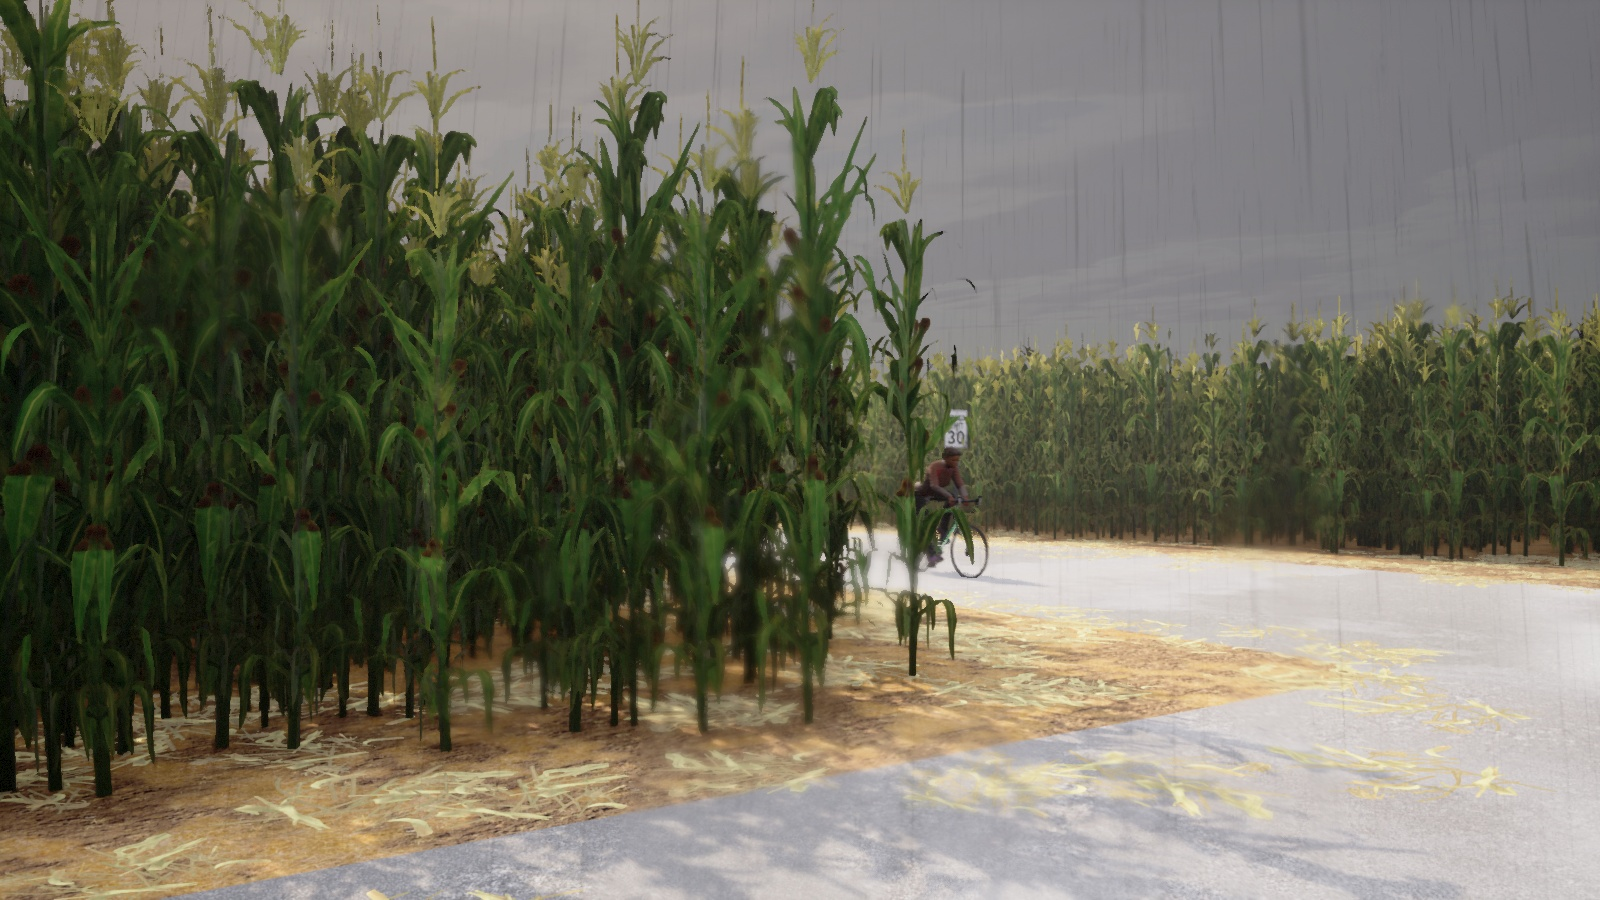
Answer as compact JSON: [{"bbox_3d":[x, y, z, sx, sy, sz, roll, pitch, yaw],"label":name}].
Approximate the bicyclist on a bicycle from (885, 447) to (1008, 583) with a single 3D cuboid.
[{"bbox_3d":[1.824,0.780,15.819,0.582,1.620,1.656,0,0,-35],"label":"bicyclist on a bicycle"}]
